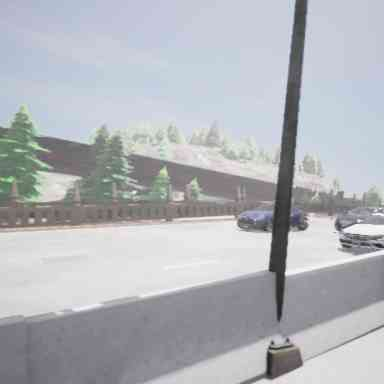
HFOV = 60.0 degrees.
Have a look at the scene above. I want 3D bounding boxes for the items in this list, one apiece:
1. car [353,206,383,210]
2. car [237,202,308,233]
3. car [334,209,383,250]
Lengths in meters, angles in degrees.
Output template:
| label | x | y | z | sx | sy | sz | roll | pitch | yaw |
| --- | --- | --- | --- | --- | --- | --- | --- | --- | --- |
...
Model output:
| label | x | y | z | sx | sy | sz | roll | pitch | yaw |
| --- | --- | --- | --- | --- | --- | --- | --- | --- | --- |
| car | 10.383 | 1.611 | 19.572 | 4.902 | 1.511 | 2.128 | 1 | 0 | -34 |
| car | 4.902 | 1.396 | 20.066 | 4.553 | 1.767 | 2.097 | 1 | 0 | -34 |
| car | 8.060 | 1.619 | 13.748 | 4.674 | 1.442 | 1.812 | 1 | 0 | -34 |
